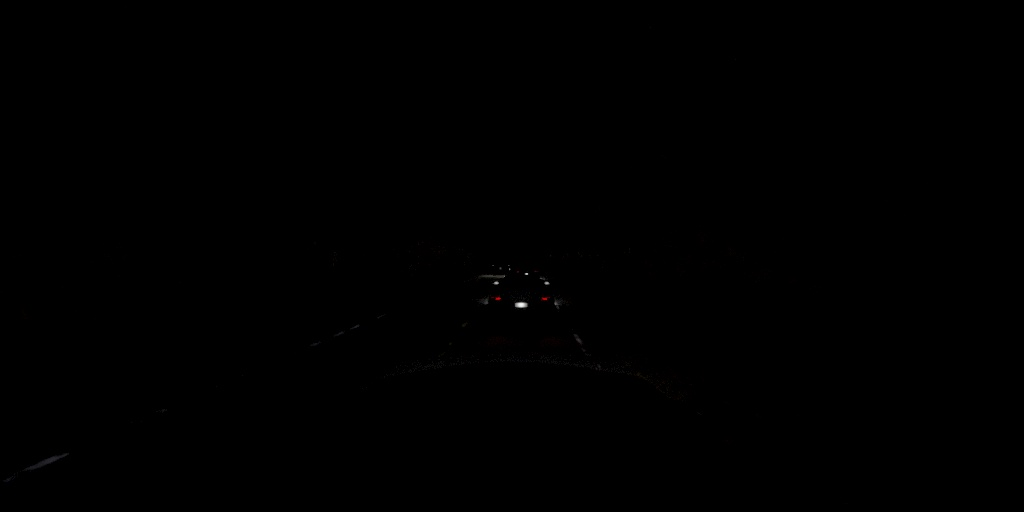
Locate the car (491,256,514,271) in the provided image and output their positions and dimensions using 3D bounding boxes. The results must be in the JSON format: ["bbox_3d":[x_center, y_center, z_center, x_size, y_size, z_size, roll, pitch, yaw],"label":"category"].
[{"bbox_3d":[-0.875,0.968,40.109,2.150,2.045,5.566,0,0,7],"label":"car"}]

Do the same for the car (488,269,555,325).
[{"bbox_3d":[0.314,1.314,11.845,1.994,1.385,4.181,0,0,2],"label":"car"}]

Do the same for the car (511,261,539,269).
[{"bbox_3d":[1.243,1.314,28.830,1.994,1.385,4.181,0,0,4],"label":"car"}]
